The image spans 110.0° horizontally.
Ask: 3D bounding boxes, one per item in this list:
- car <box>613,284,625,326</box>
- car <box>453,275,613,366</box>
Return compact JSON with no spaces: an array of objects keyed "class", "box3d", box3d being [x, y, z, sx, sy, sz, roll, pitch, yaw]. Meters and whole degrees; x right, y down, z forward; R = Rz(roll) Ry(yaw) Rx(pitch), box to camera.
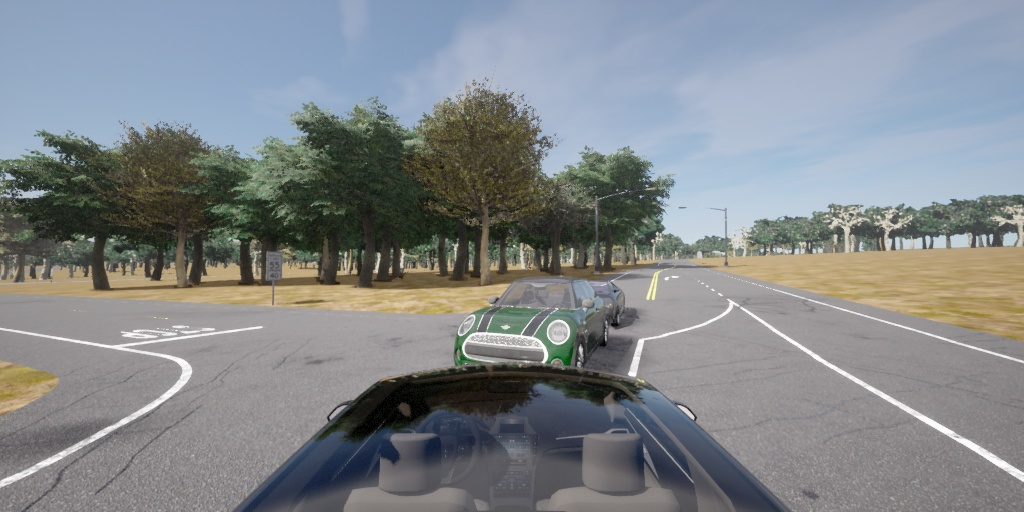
[{"class":"car","box3d":[2.912,1.555,12.880,1.994,1.385,4.181,-2,0,22]},{"class":"car","box3d":[0.685,1.222,7.448,2.097,1.767,4.553,-1,-2,22]}]
